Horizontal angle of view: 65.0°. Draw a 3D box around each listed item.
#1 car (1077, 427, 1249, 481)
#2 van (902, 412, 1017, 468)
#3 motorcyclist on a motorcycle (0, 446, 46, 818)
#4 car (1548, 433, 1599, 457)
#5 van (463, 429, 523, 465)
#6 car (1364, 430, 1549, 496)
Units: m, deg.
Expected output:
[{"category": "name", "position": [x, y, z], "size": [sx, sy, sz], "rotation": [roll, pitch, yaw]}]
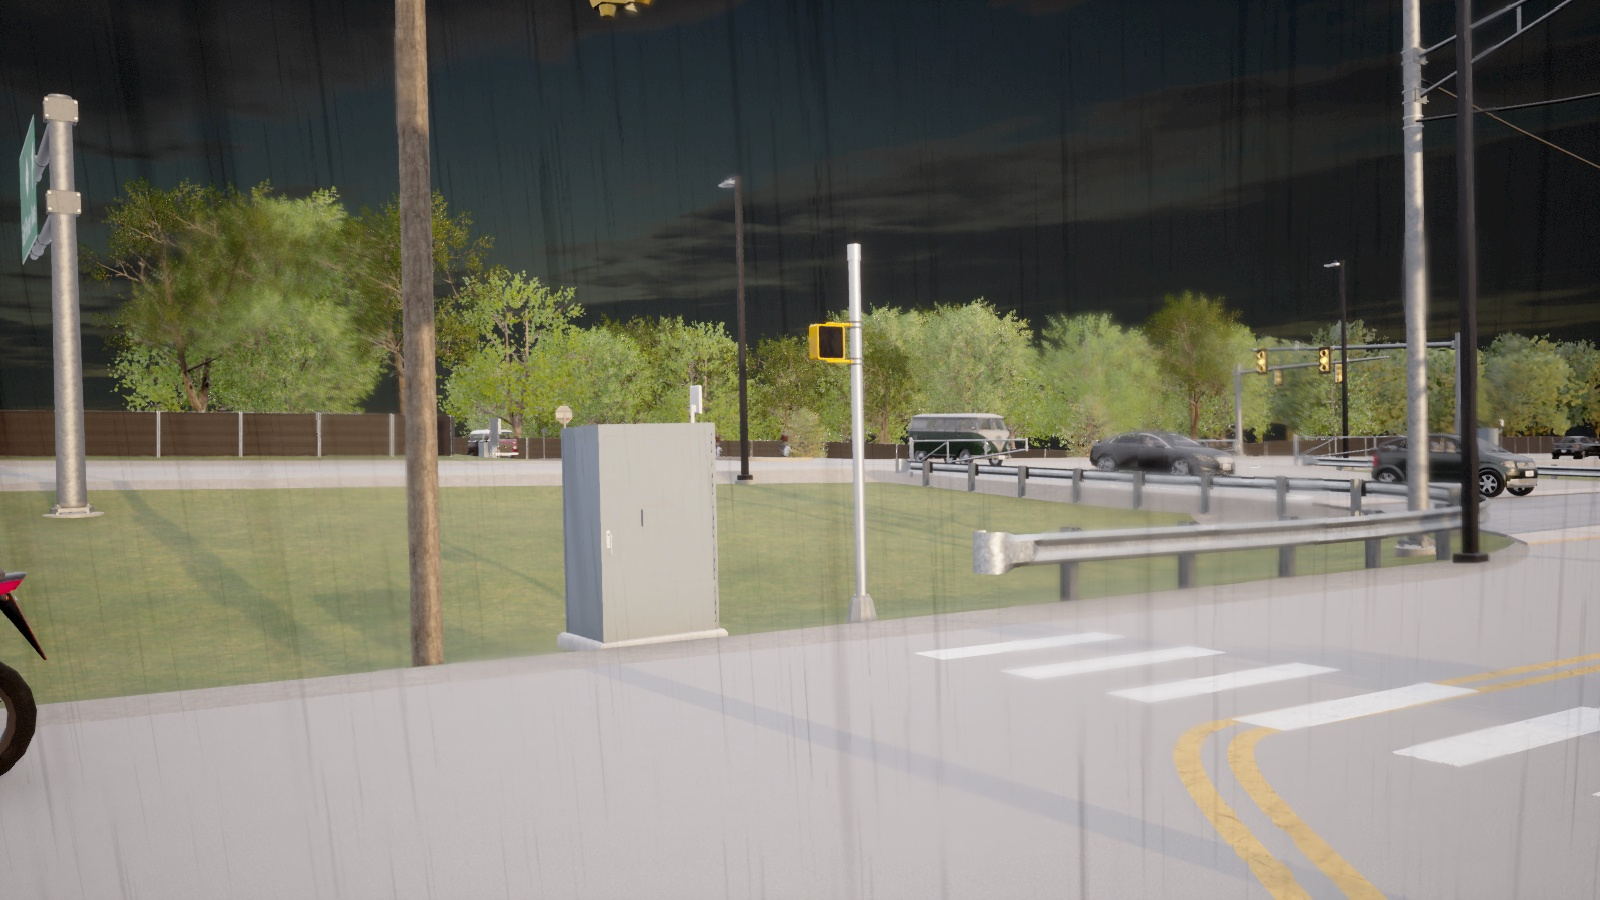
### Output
[{"category": "car", "position": [11.235, 0.083, 39.196], "size": [2.128, 1.511, 4.902], "rotation": [0, 2, -34]}, {"category": "van", "position": [5.906, -0.401, 46.993], "size": [1.775, 1.987, 4.442], "rotation": [0, 1, -34]}, {"category": "motorcyclist on a motorcycle", "position": [-4.218, 0.750, 4.986], "size": [2.044, 1.523, 0.797], "rotation": [0, 0, -35]}, {"category": "car", "position": [49.210, -0.337, 79.221], "size": [4.193, 1.474, 1.816], "rotation": [0, 0, -34]}, {"category": "van", "position": [-18.803, -0.165, 76.765], "size": [2.069, 2.038, 4.480], "rotation": [-2, 0, -35]}, {"category": "car", "position": [16.437, 0.310, 31.578], "size": [1.789, 1.549, 3.705], "rotation": [-1, 0, -34]}]
